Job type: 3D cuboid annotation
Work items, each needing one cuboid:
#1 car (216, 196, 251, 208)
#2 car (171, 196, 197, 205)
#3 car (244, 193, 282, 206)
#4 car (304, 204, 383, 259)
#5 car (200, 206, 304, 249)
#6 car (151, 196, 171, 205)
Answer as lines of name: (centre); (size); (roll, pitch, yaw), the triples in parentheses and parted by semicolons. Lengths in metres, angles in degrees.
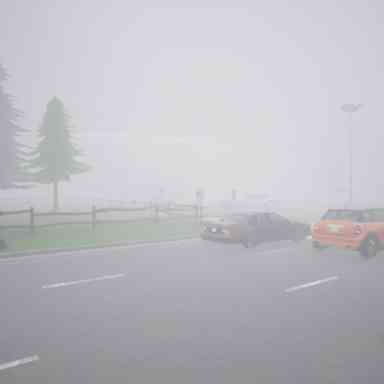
car: (4.985, 1.521, 42.512); (1.994, 1.385, 4.181); (0, 0, -35)
car: (-1.014, 1.430, 57.259); (1.882, 1.535, 5.008); (0, 0, -35)
car: (8.910, 1.174, 43.002); (2.150, 2.045, 5.566); (0, 0, -36)
car: (6.705, 1.333, 12.835); (4.553, 1.767, 2.097); (0, 0, -35)
car: (2.903, 1.531, 14.423); (5.357, 1.411, 2.033); (0, 0, -35)
car: (-5.263, 1.522, 57.264); (1.837, 1.490, 4.892); (0, 0, -35)
